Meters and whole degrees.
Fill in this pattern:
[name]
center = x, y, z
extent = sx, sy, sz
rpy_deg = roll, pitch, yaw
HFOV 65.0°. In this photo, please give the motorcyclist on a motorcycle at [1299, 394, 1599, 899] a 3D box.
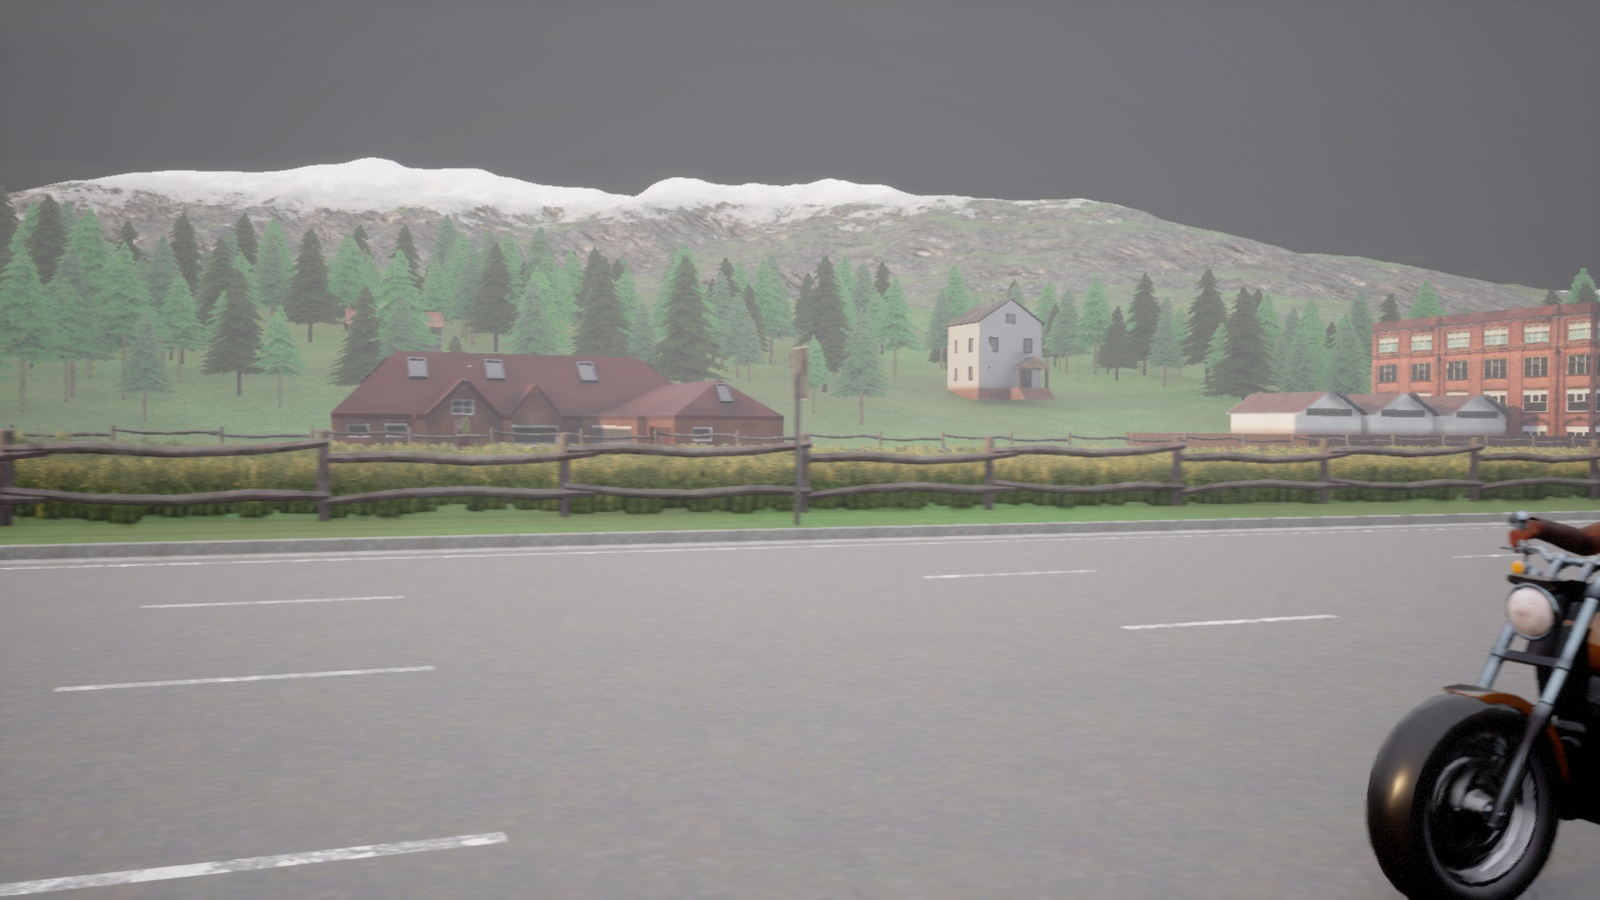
[motorcyclist on a motorcycle]
center = 2.953, 0.633, 4.360
extent = 2.350, 1.649, 0.766
rpy_deg = -2, 1, -21
